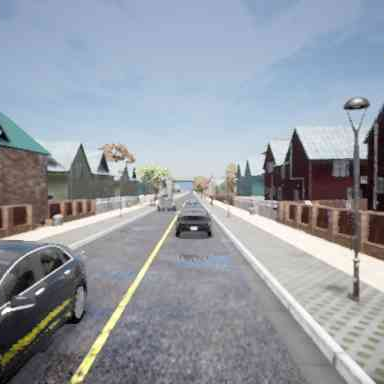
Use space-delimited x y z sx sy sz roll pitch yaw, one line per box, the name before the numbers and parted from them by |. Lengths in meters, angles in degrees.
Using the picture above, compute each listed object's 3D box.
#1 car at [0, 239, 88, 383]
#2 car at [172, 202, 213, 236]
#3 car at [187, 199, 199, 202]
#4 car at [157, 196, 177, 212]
car | -2.843 1.504 4.373 1.837 1.490 4.892 0 0 0
car | 0.089 1.506 18.410 1.837 1.490 4.892 0 0 0
car | 0.077 1.559 42.257 2.033 1.411 5.357 0 0 0
car | -2.860 1.361 38.996 2.097 1.767 4.553 0 0 0
